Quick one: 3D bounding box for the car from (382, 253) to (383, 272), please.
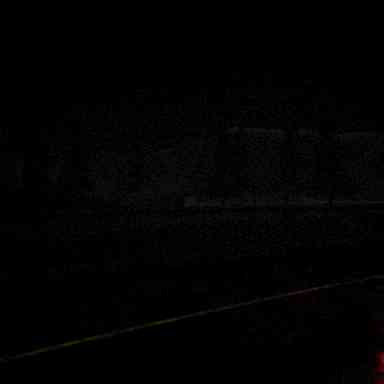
[{"bbox_3d":[6.703,1.166,7.409,5.566,2.045,2.150,0,0,-28],"label":"car"}]
